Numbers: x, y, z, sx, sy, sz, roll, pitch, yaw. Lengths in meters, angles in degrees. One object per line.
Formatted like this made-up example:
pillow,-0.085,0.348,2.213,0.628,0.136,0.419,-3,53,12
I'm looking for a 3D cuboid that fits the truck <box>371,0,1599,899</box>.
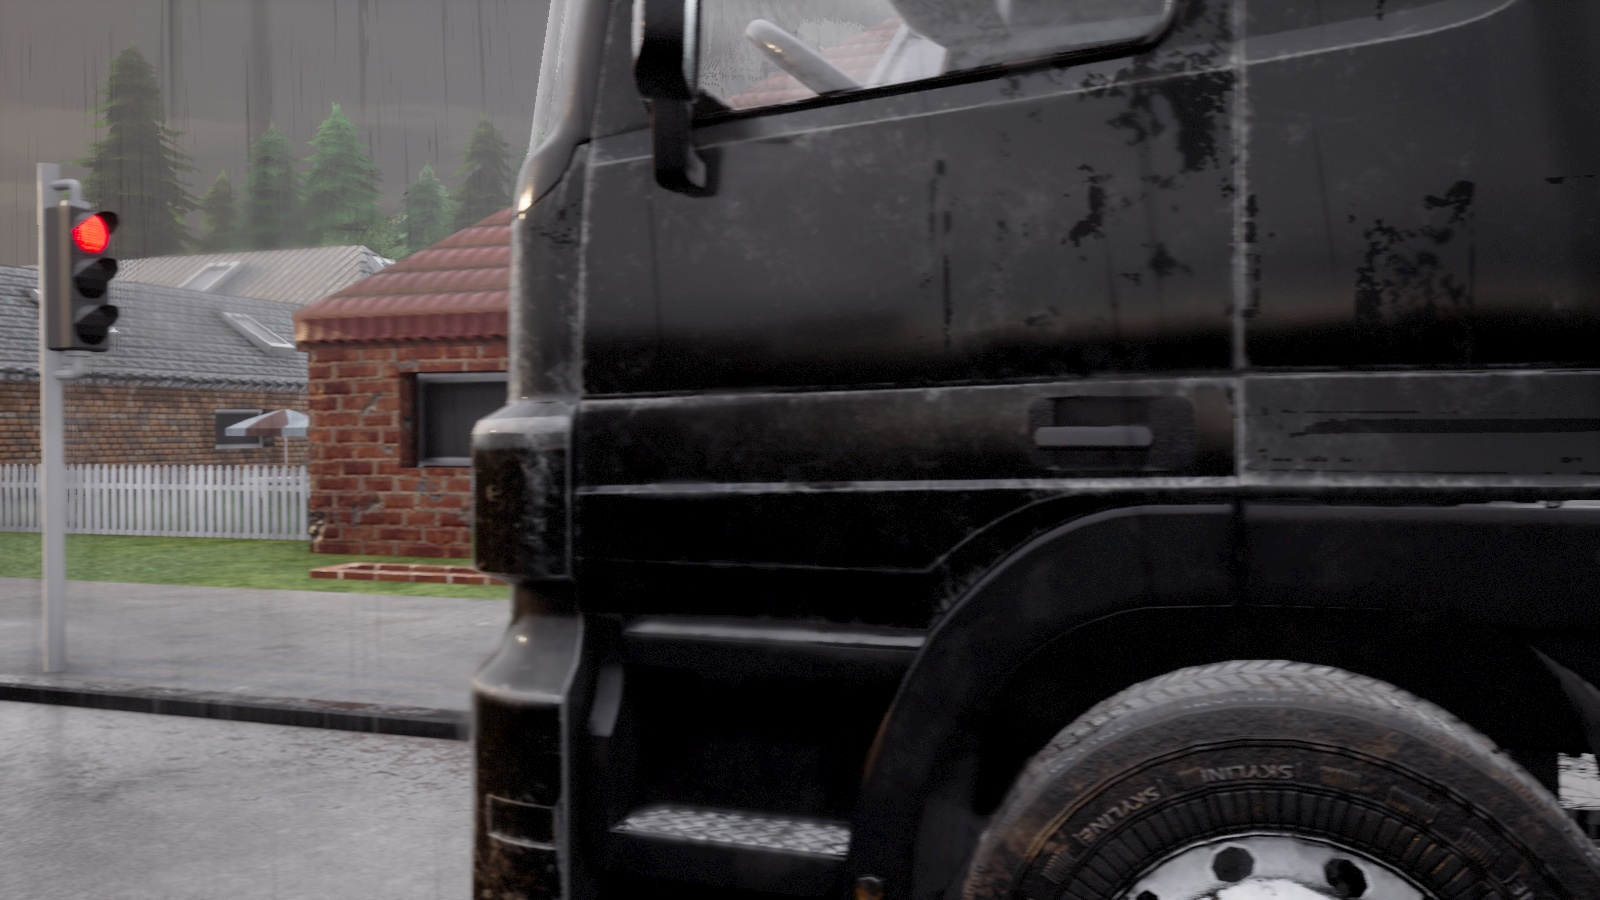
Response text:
truck,3.356,-0.184,2.563,7.936,3.462,2.891,1,1,20
